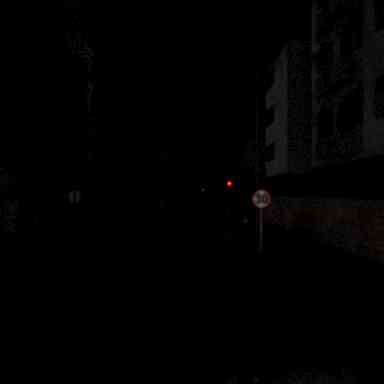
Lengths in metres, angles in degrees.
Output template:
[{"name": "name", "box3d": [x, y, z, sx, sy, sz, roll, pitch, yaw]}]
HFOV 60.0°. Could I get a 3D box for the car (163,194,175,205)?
[{"name": "car", "box3d": [-4.026, 1.581, 58.010, 2.033, 1.411, 5.357, 0, 0, 1]}]
